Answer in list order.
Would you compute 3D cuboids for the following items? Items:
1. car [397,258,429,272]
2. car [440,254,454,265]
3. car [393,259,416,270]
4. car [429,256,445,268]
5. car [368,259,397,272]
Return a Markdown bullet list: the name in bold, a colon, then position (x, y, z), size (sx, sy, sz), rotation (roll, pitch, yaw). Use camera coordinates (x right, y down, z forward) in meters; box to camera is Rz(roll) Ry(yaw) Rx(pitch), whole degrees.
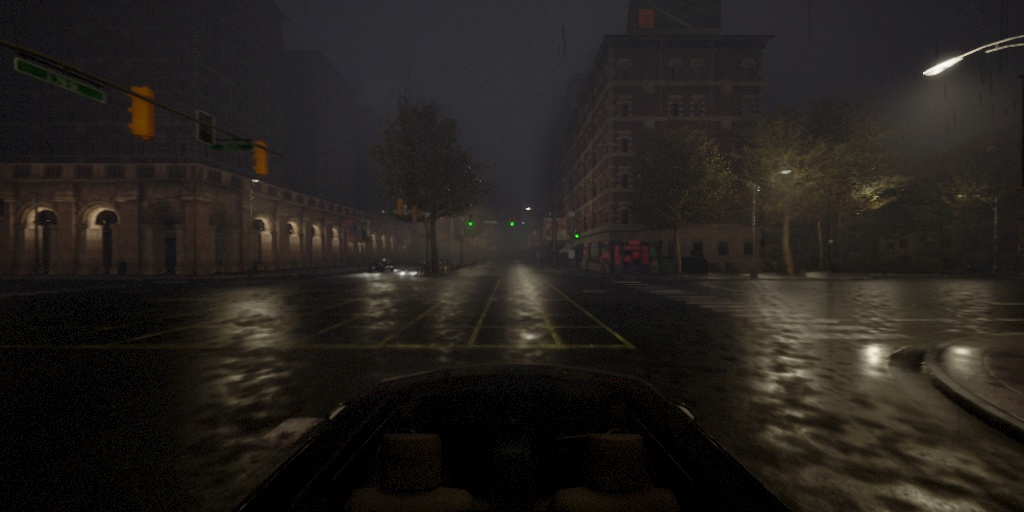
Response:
- **car**: position (-11.574, 1.156, 42.338), size (1.994, 1.385, 4.181), rotation (0, 0, 0)
- **car**: position (-11.487, 0.736, 62.080), size (2.150, 2.045, 5.566), rotation (0, 0, 0)
- **car**: position (-15.022, 1.124, 50.436), size (1.994, 1.385, 4.181), rotation (0, 0, 1)
- **car**: position (-11.517, 1.103, 51.580), size (2.033, 1.411, 5.357), rotation (0, 0, 0)
- **car**: position (-15.076, 1.086, 41.552), size (2.128, 1.511, 4.902), rotation (0, 0, 0)
